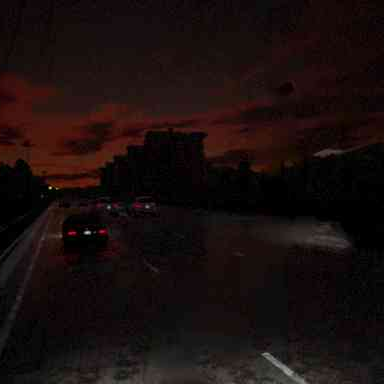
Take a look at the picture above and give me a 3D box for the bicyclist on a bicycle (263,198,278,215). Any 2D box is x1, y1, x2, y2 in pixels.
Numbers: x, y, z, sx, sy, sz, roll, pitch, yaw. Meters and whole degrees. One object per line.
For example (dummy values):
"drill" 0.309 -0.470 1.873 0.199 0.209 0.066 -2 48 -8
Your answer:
"bicyclist on a bicycle" 7.610 1.431 32.209 1.656 1.620 0.582 -1 0 -22

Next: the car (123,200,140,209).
"car" -10.534 2.071 57.618 1.837 1.490 4.892 -1 -1 -22

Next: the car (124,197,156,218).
"car" -5.396 1.556 35.235 2.150 2.045 5.566 -1 0 -22

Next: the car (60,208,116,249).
"car" -5.180 1.737 15.849 2.033 1.411 5.357 -1 0 -22

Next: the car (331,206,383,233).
"car" 9.418 1.470 16.948 1.882 1.535 5.008 -1 0 -22

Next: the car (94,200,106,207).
"car" -19.380 2.335 69.945 1.994 1.385 4.181 -1 0 -22

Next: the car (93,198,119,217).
"car" -9.196 1.609 35.319 2.150 2.045 5.566 -1 0 -22

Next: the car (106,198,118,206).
"car" -18.806 2.310 77.855 1.882 1.535 5.008 -1 0 -22

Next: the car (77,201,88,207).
"car" -22.354 2.405 67.965 1.895 1.301 4.718 -1 0 -22

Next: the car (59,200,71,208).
"car" -24.071 2.323 62.876 1.812 1.442 4.674 -1 0 -22

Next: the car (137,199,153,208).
"car" -8.887 2.062 62.914 1.882 1.535 5.008 -1 0 -22

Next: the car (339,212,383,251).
"car" 7.787 1.577 11.583 1.895 1.301 4.718 -1 0 -22
